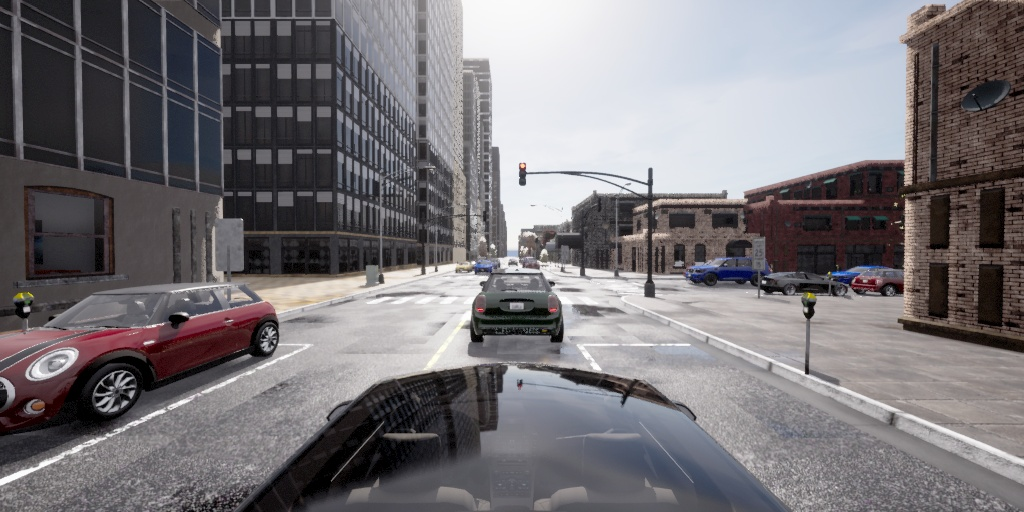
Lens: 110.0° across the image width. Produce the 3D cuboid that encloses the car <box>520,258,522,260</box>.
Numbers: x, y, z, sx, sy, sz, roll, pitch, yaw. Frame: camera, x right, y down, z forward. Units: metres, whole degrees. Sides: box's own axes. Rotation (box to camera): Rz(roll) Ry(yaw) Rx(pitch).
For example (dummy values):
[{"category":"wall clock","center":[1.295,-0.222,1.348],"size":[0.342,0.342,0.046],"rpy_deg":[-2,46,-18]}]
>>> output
[{"category":"car","center":[2.769,1.052,60.371],"size":[2.192,1.841,5.009],"rpy_deg":[0,0,0]}]

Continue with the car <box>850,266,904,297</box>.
[{"category":"car","center":[21.984,1.474,20.324],"size":[4.097,1.591,1.967],"rpy_deg":[0,0,1]}]

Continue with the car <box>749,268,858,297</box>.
[{"category":"car","center":[16.436,1.547,20.403],"size":[4.313,1.339,1.948],"rpy_deg":[0,0,1]}]

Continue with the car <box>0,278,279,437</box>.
[{"category":"car","center":[-5.687,1.189,5.557],"size":[1.967,1.591,4.097],"rpy_deg":[0,0,0]}]

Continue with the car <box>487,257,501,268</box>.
[{"category":"car","center":[-3.001,1.088,60.069],"size":[2.097,1.767,4.553],"rpy_deg":[0,0,0]}]

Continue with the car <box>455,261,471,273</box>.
[{"category":"car","center":[-5.773,1.265,43.335],"size":[1.751,1.417,4.829],"rpy_deg":[0,0,0]}]

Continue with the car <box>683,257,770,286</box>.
[{"category":"car","center":[15.763,1.105,26.190],"size":[5.566,2.045,2.150],"rpy_deg":[1,1,1]}]

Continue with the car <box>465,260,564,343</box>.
[{"category":"car","center":[0.146,1.100,9.857],"size":[2.097,1.767,4.553],"rpy_deg":[0,0,1]}]

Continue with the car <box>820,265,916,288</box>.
[{"category":"car","center":[25.731,1.456,26.051],"size":[5.008,1.535,1.882],"rpy_deg":[1,1,1]}]

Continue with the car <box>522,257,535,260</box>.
[{"category":"car","center":[2.753,1.179,49.082],"size":[1.967,1.591,4.097],"rpy_deg":[0,0,0]}]

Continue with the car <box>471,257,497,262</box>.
[{"category":"car","center":[-3.051,1.218,39.838],"size":[1.882,1.535,5.008],"rpy_deg":[0,0,0]}]

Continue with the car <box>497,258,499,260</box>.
[{"category":"car","center":[-3.033,1.091,49.752],"size":[2.097,1.767,4.553],"rpy_deg":[0,0,0]}]
